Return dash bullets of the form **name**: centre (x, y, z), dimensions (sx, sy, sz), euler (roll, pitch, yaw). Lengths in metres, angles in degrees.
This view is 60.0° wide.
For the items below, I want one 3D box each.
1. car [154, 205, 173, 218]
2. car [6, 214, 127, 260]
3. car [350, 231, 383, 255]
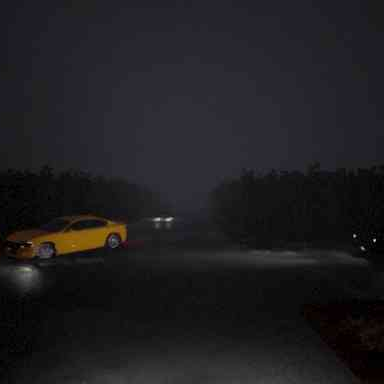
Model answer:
- **car**: centre (-3.100, 2.131, 37.767), dimensions (2.033, 1.411, 5.357), euler (0, -1, 0)
- **car**: centre (-5.028, 1.761, 13.990), dimensions (1.882, 1.535, 5.008), euler (3, 3, 39)
- **car**: centre (8.661, 1.829, 12.604), dimensions (4.718, 1.301, 1.895), euler (0, -1, 0)
